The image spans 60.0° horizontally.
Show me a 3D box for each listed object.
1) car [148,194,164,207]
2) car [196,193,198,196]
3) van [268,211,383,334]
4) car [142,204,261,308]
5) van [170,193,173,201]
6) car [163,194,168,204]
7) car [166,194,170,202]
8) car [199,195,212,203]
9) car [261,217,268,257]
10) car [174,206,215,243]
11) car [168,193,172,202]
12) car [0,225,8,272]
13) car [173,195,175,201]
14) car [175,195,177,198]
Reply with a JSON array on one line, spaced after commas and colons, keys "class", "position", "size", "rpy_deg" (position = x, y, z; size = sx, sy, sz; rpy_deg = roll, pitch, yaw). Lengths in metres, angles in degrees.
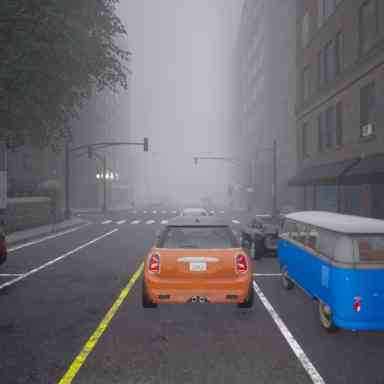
[{"class": "car", "position": [-5.652, 1.498, 50.001], "size": [1.752, 1.417, 4.829], "rpy_deg": [0, 0, 0]}, {"class": "car", "position": [2.887, 1.507, 93.969], "size": [1.752, 1.417, 4.829], "rpy_deg": [0, 0, 0]}, {"class": "van", "position": [2.858, 1.340, 6.520], "size": [1.690, 1.788, 3.998], "rpy_deg": [0, 0, 0]}, {"class": "car", "position": [0.105, 1.351, 8.074], "size": [2.097, 1.767, 4.553], "rpy_deg": [0, 0, 0]}, {"class": "van", "position": [-5.646, 1.312, 71.974], "size": [1.690, 1.788, 3.998], "rpy_deg": [0, 0, 0]}, {"class": "car", "position": [-5.650, 1.521, 55.622], "size": [2.008, 1.369, 4.403], "rpy_deg": [0, 0, 0]}, {"class": "car", "position": [-5.649, 1.514, 61.073], "size": [1.887, 1.381, 4.507], "rpy_deg": [0, 0, 0]}, {"class": "car", "position": [2.877, 1.410, 66.557], "size": [1.967, 1.590, 4.097], "rpy_deg": [0, 0, 0]}, {"class": "car", "position": [2.860, 1.563, 12.180], "size": [1.947, 1.339, 4.313], "rpy_deg": [0, 0, 0]}, {"class": "car", "position": [0.107, 1.521, 17.075], "size": [1.812, 1.442, 4.674], "rpy_deg": [0, 0, 0]}, {"class": "car", "position": [-5.647, 1.514, 66.524], "size": [1.887, 1.381, 4.507], "rpy_deg": [0, 0, 0]}, {"class": "car", "position": [-5.667, 1.314, 6.482], "size": [2.192, 1.841, 5.009], "rpy_deg": [0, 0, 0]}, {"class": "car", "position": [-5.643, 1.523, 77.425], "size": [2.008, 1.369, 4.403], "rpy_deg": [0, 0, 0]}, {"class": "car", "position": [-5.642, 1.289, 82.876], "size": [2.192, 1.841, 5.009], "rpy_deg": [0, 0, 0]}]
